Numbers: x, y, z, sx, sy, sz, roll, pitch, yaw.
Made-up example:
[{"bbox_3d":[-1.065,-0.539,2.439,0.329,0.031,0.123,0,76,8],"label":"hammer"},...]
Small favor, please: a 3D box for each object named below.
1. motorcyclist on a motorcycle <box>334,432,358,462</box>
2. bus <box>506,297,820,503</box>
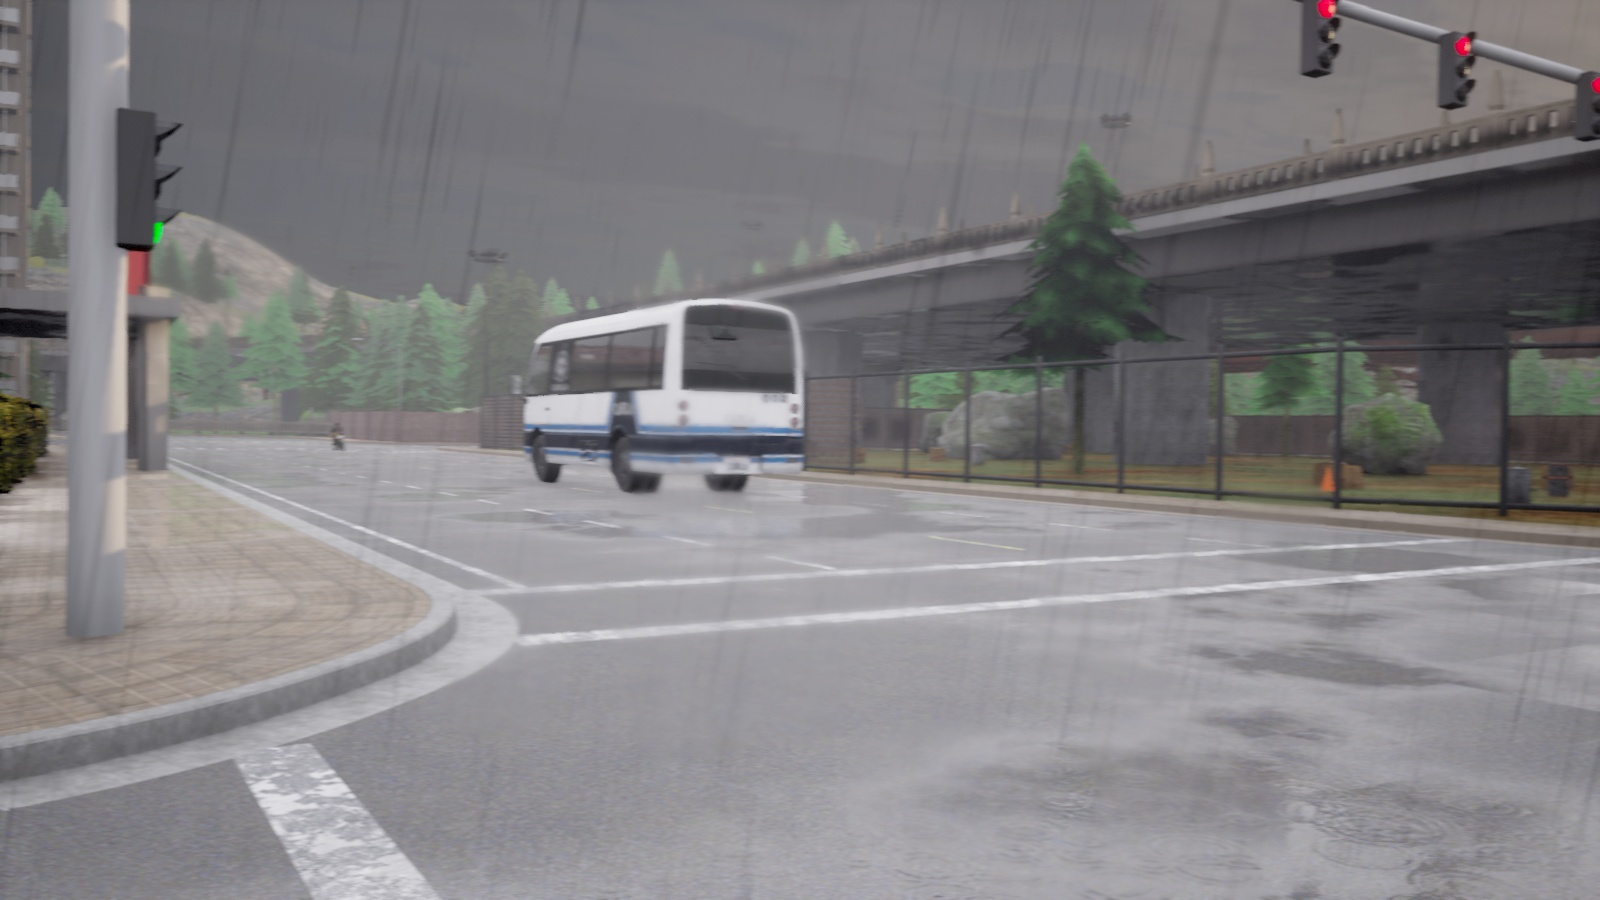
[{"bbox_3d":[-23.820,-0.169,65.830,0.797,1.523,2.044,-1,1,-30],"label":"motorcyclist on a motorcycle"},{"bbox_3d":[-3.847,-1.113,31.440,3.944,4.253,10.273,-1,1,-30],"label":"bus"}]
